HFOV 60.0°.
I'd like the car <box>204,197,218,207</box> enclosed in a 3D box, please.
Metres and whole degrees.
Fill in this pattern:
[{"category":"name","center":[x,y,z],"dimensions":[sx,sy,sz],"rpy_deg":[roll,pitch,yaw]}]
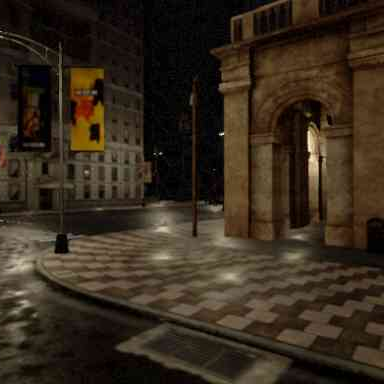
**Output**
[{"category":"car","center":[3.913,1.573,54.580],"dimensions":[2.128,1.511,4.902],"rpy_deg":[0,0,36]}]

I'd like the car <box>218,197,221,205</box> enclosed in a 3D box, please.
[{"category":"car","center":[6.755,1.563,52.537],"dimensions":[2.128,1.511,4.902],"rpy_deg":[0,0,36]}]

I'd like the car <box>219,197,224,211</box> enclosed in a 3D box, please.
[{"category":"car","center":[5.285,1.613,38.395],"dimensions":[1.994,1.385,4.181],"rpy_deg":[0,0,36]}]
